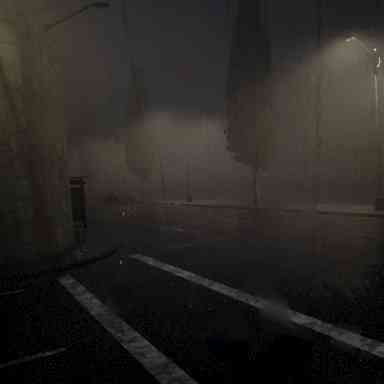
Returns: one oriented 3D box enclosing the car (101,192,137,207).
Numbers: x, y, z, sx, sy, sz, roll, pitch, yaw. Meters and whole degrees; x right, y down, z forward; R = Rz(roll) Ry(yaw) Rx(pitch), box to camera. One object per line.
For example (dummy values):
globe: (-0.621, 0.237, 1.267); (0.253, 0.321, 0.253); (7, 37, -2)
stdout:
car: (-7.660, 0.694, 34.268); (2.033, 1.411, 5.357); (-6, 3, -36)
